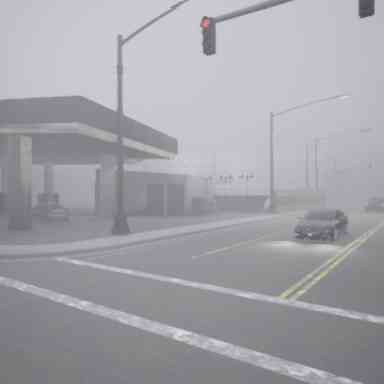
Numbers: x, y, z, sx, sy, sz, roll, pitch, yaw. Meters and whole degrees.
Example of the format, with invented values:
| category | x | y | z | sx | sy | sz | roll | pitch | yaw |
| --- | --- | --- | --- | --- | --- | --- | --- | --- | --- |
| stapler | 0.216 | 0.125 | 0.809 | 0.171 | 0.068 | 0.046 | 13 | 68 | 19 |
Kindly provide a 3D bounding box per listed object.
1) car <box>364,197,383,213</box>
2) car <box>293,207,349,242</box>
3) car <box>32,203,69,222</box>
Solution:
| category | x | y | z | sx | sy | sz | roll | pitch | yaw |
| --- | --- | --- | --- | --- | --- | --- | --- | --- | --- |
| car | 20.634 | 1.326 | 37.163 | 2.097 | 1.767 | 4.553 | 0 | -1 | 35 |
| car | 6.636 | 1.592 | 16.866 | 1.837 | 1.490 | 4.892 | 0 | 2 | 35 |
| car | -11.815 | 1.626 | 26.999 | 3.806 | 1.475 | 1.970 | 0 | 0 | 36 |
